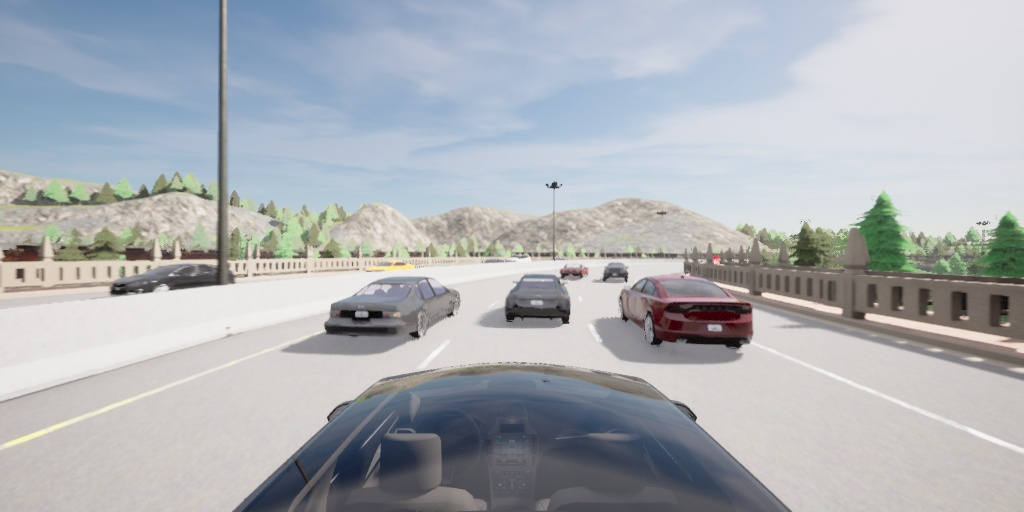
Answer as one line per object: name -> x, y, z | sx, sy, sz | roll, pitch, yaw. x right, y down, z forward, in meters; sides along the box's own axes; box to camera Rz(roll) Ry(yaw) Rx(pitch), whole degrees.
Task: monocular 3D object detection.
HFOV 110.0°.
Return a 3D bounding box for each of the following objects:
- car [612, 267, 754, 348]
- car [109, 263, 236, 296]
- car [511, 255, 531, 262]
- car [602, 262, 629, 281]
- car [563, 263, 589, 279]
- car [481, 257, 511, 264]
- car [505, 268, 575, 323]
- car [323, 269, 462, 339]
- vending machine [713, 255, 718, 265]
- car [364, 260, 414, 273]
car -> 4.119, 1.221, 9.335 | 1.882, 1.535, 5.008 | 0, 0, 5
car -> -16.149, 1.131, 17.431 | 1.837, 1.490, 4.892 | 0, 0, 10
car -> 1.101, 0.773, 61.344 | 2.150, 2.045, 5.566 | 0, 0, 34
car -> 8.436, 1.222, 29.013 | 1.812, 1.442, 4.674 | 0, 0, 19
car -> 5.577, 1.276, 31.478 | 1.895, 1.301, 4.718 | 0, 0, 20
car -> -2.252, 1.118, 40.622 | 1.837, 1.490, 4.892 | 0, 0, 24
car -> 0.935, 1.284, 12.133 | 1.994, 1.385, 4.181 | 0, 0, 7
car -> -2.888, 1.257, 9.992 | 2.033, 1.411, 5.357 | 0, 0, 6
vending machine -> 27.320, 0.910, 48.371 | 1.100, 2.100, 0.880 | 0, 0, 37
car -> -9.957, 1.092, 29.357 | 1.882, 1.535, 5.008 | 0, 0, 16
